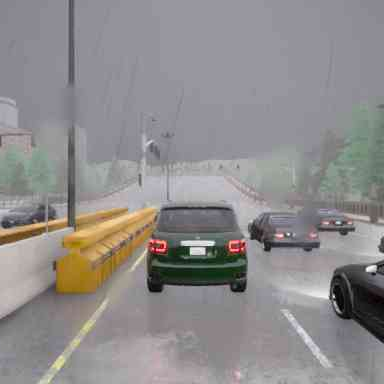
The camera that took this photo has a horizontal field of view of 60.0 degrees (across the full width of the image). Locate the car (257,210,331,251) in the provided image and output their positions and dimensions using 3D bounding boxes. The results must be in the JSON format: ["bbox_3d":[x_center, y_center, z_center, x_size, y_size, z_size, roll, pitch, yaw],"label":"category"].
[{"bbox_3d":[3.615,1.547,13.990,2.033,1.411,5.357,0,0,0],"label":"car"}]

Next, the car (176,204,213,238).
[{"bbox_3d":[0.119,1.505,18.881,1.837,1.490,4.892,0,0,0],"label":"car"}]

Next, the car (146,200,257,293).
[{"bbox_3d":[0.110,1.222,9.030,2.150,2.045,5.566,0,0,0],"label":"car"}]

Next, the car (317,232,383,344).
[{"bbox_3d":[3.608,1.564,4.715,1.994,1.385,4.181,0,0,0],"label":"car"}]

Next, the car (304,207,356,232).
[{"bbox_3d":[7.116,1.547,18.654,2.033,1.411,5.357,0,0,0],"label":"car"}]
